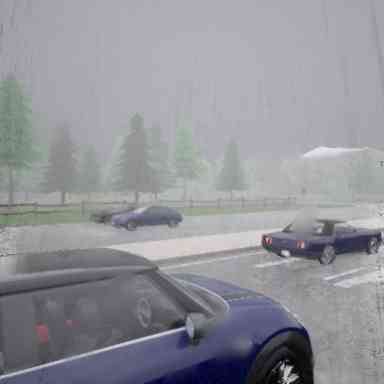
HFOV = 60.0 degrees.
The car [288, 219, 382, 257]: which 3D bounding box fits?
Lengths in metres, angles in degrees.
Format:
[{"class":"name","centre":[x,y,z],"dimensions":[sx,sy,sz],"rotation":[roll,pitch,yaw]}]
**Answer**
[{"class":"car","centre":[4.663,1.586,11.540],"dimensions":[4.718,1.301,1.895],"rotation":[0,0,-37]}]

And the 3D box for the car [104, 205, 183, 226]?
[{"class":"car","centre":[-2.688,1.525,20.508],"dimensions":[4.674,1.442,1.812],"rotation":[0,0,-37]}]

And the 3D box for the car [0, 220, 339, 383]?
[{"class":"car","centre":[-0.881,1.352,3.147],"dimensions":[4.553,1.767,2.097],"rotation":[0,0,-36]}]

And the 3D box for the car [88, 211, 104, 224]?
[{"class":"car","centre":[-4.735,1.607,23.346],"dimensions":[4.718,1.301,1.895],"rotation":[0,0,-37]}]
